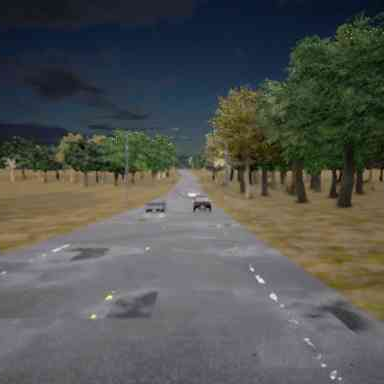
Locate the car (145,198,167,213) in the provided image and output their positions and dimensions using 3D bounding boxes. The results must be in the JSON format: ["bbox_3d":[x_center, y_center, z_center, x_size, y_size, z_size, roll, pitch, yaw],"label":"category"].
[{"bbox_3d":[-3.590,1.362,34.238,2.033,1.411,5.357,0,1,0],"label":"car"}]

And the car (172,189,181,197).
[{"bbox_3d":[-3.486,0.133,75.485,2.097,1.767,4.553,0,2,0],"label":"car"}]

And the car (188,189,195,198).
[{"bbox_3d":[0.013,0.490,70.796,1.895,1.301,4.718,0,2,0],"label":"car"}]

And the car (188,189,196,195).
[{"bbox_3d":[0.016,-0.096,86.087,1.895,1.301,4.718,0,3,0],"label":"car"}]

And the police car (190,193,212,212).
[{"bbox_3d":[1.056,1.220,35.518,1.930,1.638,5.238,0,1,0],"label":"police car"}]

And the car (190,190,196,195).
[{"bbox_3d":[1.059,0.944,51.594,1.801,1.575,5.366,0,1,0],"label":"car"}]
